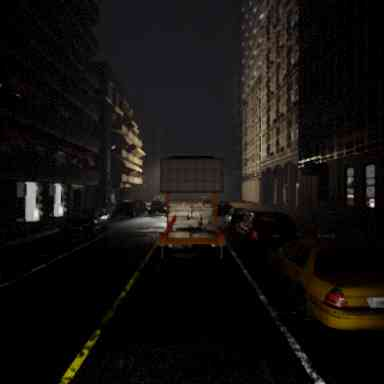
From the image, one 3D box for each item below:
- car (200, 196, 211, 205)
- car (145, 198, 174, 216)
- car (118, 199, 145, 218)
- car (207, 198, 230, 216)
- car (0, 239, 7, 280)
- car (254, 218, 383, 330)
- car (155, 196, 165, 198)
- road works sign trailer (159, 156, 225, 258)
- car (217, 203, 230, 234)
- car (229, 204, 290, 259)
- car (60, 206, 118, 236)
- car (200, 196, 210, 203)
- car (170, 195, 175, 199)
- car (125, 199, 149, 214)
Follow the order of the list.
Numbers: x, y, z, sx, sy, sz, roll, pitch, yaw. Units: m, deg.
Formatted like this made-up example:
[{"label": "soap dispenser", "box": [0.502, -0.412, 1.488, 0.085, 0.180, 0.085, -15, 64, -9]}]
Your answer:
[{"label": "car", "box": [2.671, 1.461, 57.643, 1.887, 1.381, 4.507, 0, 0, 0]}, {"label": "car", "box": [-3.109, 1.548, 31.945, 1.895, 1.301, 4.718, 0, 0, 0]}, {"label": "car", "box": [-5.701, 1.516, 29.398, 1.947, 1.339, 4.313, 0, 0, 0]}, {"label": "car", "box": [2.680, 1.516, 29.401, 1.947, 1.339, 4.313, 0, 0, 0]}, {"label": "car", "box": [-5.693, 1.428, 6.804, 1.967, 1.590, 4.097, 0, 0, 0]}, {"label": "car", "box": [2.687, 1.513, 6.977, 1.752, 1.417, 4.829, 0, 0, 0]}, {"label": "car", "box": [-5.710, 1.357, 57.641, 1.967, 1.590, 4.097, 0, 0, 0]}, {"label": "road works sign trailer", "box": [-0.004, 0.442, 12.611, 2.380, 3.560, 2.880, 0, 0, 0]}, {"label": "car", "box": [2.683, 1.518, 18.104, 2.008, 1.369, 4.403, 0, 0, 0]}, {"label": "car", "box": [2.686, 1.418, 12.455, 1.967, 1.590, 4.097, 0, 0, 0]}, {"label": "car", "box": [-5.697, 1.519, 18.101, 2.008, 1.369, 4.403, 0, 0, 0]}, {"label": "car", "box": [2.667, 1.456, 68.941, 2.008, 1.369, 4.403, 0, 0, 0]}, {"label": "car", "box": [-5.721, 1.439, 91.533, 2.008, 1.369, 4.403, 0, 0, 0]}, {"label": "car", "box": [-5.702, 1.468, 34.877, 1.752, 1.417, 4.829, 0, 0, 0]}]
